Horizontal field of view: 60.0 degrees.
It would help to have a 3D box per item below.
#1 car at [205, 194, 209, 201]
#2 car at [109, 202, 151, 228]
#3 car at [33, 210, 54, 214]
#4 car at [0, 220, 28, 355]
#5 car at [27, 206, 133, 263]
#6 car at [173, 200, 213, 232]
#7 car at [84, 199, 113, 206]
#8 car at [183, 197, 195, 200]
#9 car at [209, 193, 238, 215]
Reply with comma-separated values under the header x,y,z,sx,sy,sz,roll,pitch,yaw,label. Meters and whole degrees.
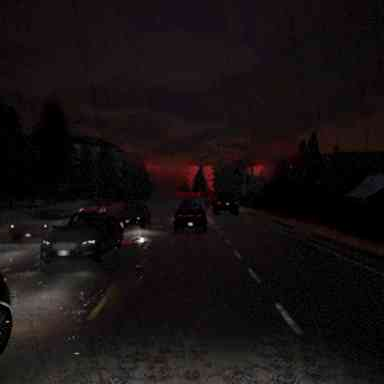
x,y,z,sx,sy,sz,roll,pitch,yaw,label
3.029,1.171,45.550,2.150,2.045,5.566,0,0,0,car
-3.825,1.491,22.074,1.837,1.490,4.892,0,0,0,car
-7.276,1.600,16.914,1.895,1.301,4.718,0,0,-1,car
-3.621,1.357,2.889,2.097,1.767,4.553,0,0,-1,car
-3.722,1.488,12.021,2.128,1.511,4.902,0,0,-1,car
-0.113,1.471,19.999,2.128,1.511,4.902,0,0,-1,car
-7.364,1.342,26.425,2.097,1.767,4.553,0,0,0,car
-0.392,1.435,42.885,1.882,1.535,5.008,0,0,0,car
3.241,1.182,33.007,2.150,2.045,5.566,0,0,-1,car
